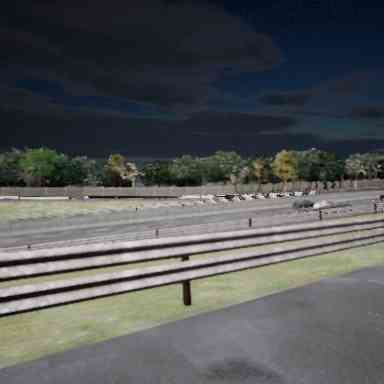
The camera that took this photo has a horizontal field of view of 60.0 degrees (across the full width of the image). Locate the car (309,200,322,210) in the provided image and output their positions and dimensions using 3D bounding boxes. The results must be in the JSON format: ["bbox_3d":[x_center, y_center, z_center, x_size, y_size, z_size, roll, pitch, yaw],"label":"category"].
[{"bbox_3d":[20.905,2.015,51.612,4.674,1.442,1.812,-4,2,-28],"label":"car"}]

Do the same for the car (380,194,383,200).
[{"bbox_3d":[38.852,0.779,64.928,5.008,1.535,1.882,-3,2,-28],"label":"car"}]

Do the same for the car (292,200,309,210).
[{"bbox_3d":[18.536,2.007,54.324,4.892,1.490,1.837,-4,2,-28],"label":"car"}]

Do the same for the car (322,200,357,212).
[{"bbox_3d":[21.780,2.047,48.121,4.902,1.511,2.128,-4,2,-28],"label":"car"}]
